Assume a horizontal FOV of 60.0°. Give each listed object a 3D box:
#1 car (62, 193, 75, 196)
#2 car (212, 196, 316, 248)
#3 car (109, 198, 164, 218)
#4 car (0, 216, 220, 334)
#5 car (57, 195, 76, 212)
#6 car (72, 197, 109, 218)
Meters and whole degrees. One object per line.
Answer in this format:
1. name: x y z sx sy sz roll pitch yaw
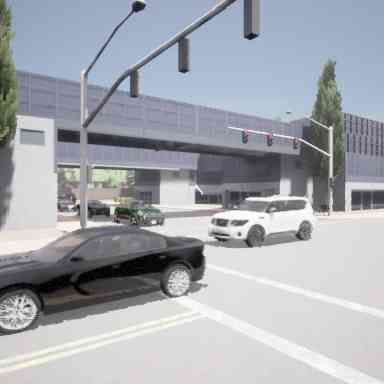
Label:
1. car: -23.680 1.233 63.073 2.150 2.045 5.566 0 0 -36
2. car: 3.345 1.229 15.176 5.566 2.045 2.150 0 0 -37
3. car: -3.797 1.359 23.530 2.097 1.767 4.553 0 0 -36
4. car: -1.988 1.479 6.929 5.008 1.535 1.882 0 0 -36
5. car: -14.822 1.498 38.690 2.128 1.511 4.902 0 0 -36
6. car: -9.244 1.484 31.017 1.882 1.535 5.008 0 0 -36
